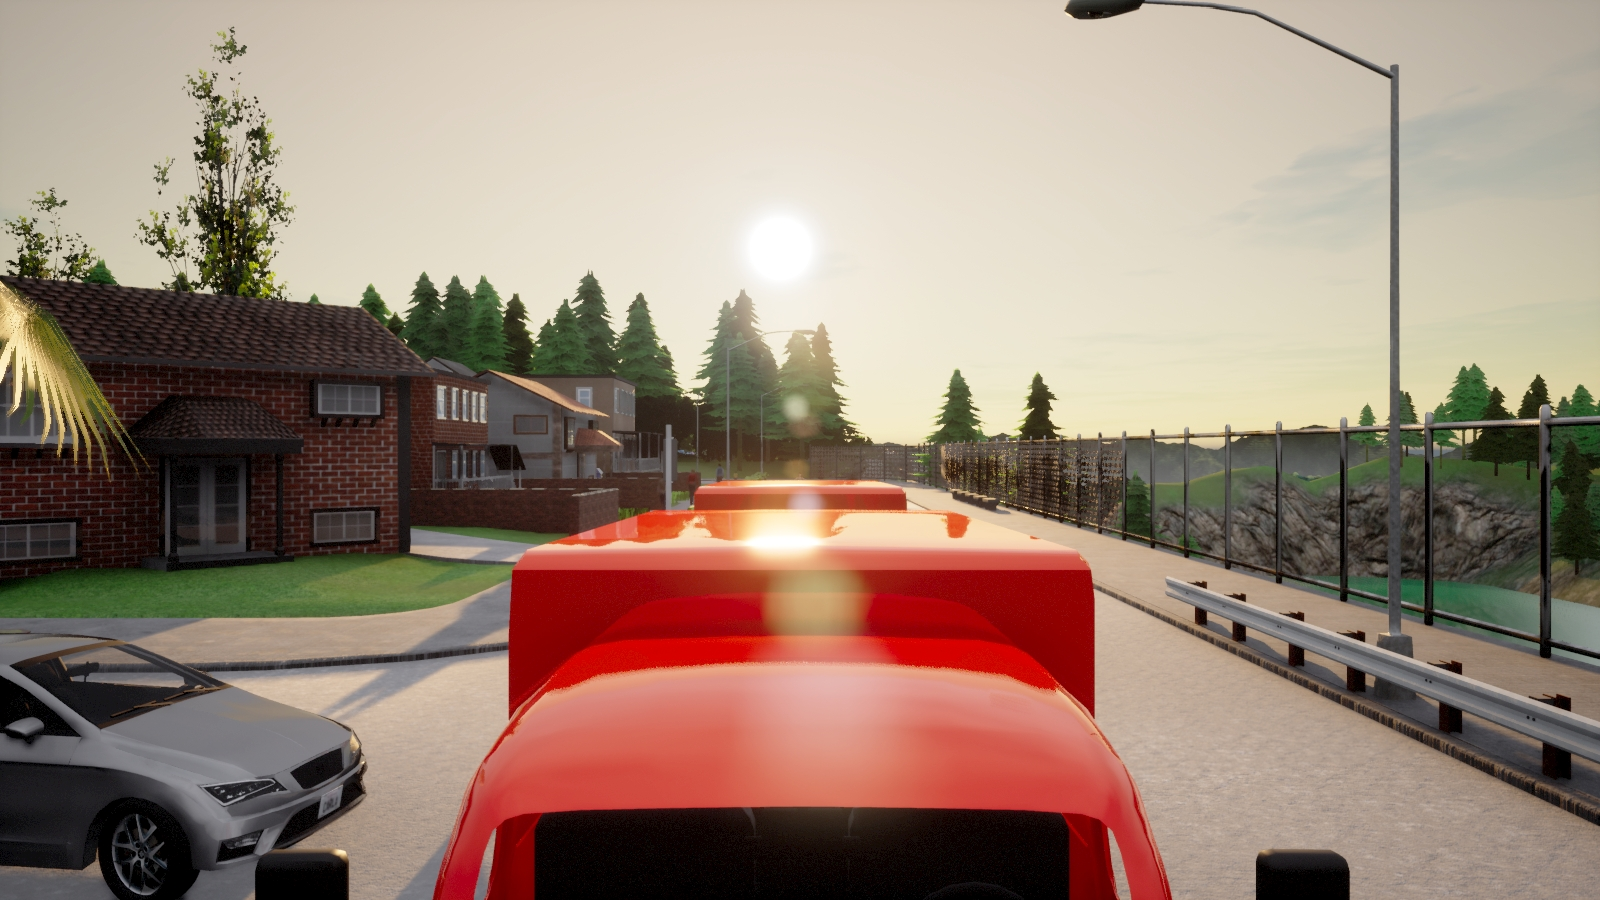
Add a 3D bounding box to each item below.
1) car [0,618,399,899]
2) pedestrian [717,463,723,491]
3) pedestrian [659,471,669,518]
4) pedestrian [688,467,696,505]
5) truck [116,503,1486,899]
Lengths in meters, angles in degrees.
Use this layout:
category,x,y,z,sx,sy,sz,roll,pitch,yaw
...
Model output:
category,x,y,z,sx,sy,sz,roll,pitch,yaw
car,-5.218,2.069,7.982,4.193,1.474,1.816,0,0,8
pedestrian,-5.288,1.776,75.147,0.375,1.860,0.375,0,0,0
pedestrian,-5.370,1.763,45.146,0.375,1.860,0.375,0,0,1
pedestrian,-5.292,1.768,56.013,0.375,1.860,0.375,0,0,0
truck,0.003,1.571,4.792,2.627,2.467,5.204,0,0,0
